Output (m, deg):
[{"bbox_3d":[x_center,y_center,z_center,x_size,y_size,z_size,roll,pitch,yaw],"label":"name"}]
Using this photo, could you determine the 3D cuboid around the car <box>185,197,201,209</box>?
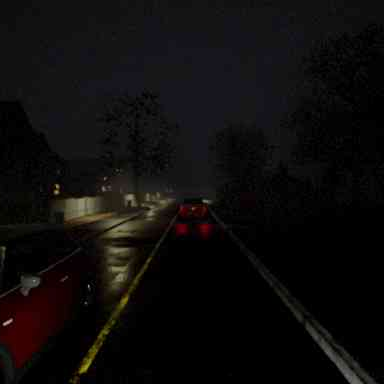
[{"bbox_3d":[0.098,1.360,42.269,1.895,1.301,4.718,0,0,0],"label":"car"}]

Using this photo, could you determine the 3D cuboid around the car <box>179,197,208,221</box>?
[{"bbox_3d":[0.095,1.202,26.021,2.097,1.767,4.553,0,0,0],"label":"car"}]

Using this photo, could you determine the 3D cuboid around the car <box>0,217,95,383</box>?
[{"bbox_3d":[-2.845,1.326,4.285,2.097,1.767,4.553,0,0,0],"label":"car"}]
